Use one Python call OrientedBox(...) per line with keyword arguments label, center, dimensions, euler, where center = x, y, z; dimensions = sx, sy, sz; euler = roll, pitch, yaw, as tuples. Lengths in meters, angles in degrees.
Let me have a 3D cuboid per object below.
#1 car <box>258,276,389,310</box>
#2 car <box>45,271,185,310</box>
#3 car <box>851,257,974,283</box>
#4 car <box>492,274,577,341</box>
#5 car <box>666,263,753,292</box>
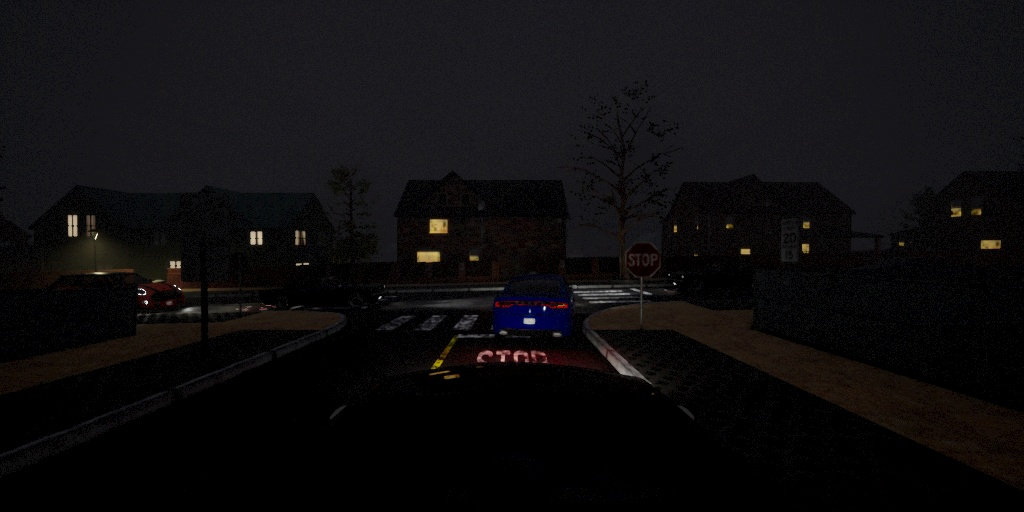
OrientedBox(label="car", center=(-7.814, 1.506, 15.222), dimensions=(4.718, 1.301, 1.895), euler=(-1, 1, 0))
OrientedBox(label="car", center=(-16.802, 1.471, 15.213), dimensions=(4.553, 1.767, 2.097), euler=(-1, 1, 0))
OrientedBox(label="car", center=(20.053, 0.753, 18.190), dimensions=(5.357, 1.411, 2.033), euler=(-1, 1, 0))
OrientedBox(label="car", center=(0.784, 1.226, 10.015), dimensions=(1.882, 1.535, 5.008), euler=(0, 0, 10))
OrientedBox(label="car", center=(10.407, 1.034, 18.152), dimensions=(4.718, 1.301, 1.895), euler=(-1, 1, -1))
